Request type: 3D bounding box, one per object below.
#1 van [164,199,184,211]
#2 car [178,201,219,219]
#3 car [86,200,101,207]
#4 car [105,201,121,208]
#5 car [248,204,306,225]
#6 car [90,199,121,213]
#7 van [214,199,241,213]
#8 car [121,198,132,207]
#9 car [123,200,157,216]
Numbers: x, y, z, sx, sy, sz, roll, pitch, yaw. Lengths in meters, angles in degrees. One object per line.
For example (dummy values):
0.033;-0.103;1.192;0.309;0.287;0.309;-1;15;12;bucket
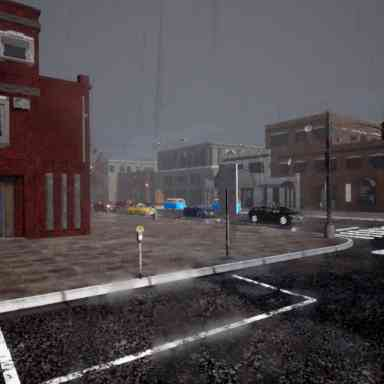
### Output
-2.631;1.869;48.814;1.690;1.788;3.998;-2;0;-36;van
0.785;1.950;34.354;1.994;1.385;4.181;-1;0;-35;car
-22.640;2.595;76.246;1.802;1.307;4.206;-2;0;-36;car
-15.968;2.433;67.102;1.802;1.307;4.206;-2;0;-36;car
6.608;1.750;26.353;1.837;1.490;4.892;-1;0;-36;car
-12.735;2.001;48.501;2.192;1.841;5.009;-2;0;-36;car
4.040;1.708;39.672;1.690;1.788;3.998;-2;0;-36;van
-12.640;2.085;62.530;2.192;1.841;5.009;-2;0;-36;car
-5.958;2.048;39.221;1.752;1.417;4.829;-2;0;-36;car
